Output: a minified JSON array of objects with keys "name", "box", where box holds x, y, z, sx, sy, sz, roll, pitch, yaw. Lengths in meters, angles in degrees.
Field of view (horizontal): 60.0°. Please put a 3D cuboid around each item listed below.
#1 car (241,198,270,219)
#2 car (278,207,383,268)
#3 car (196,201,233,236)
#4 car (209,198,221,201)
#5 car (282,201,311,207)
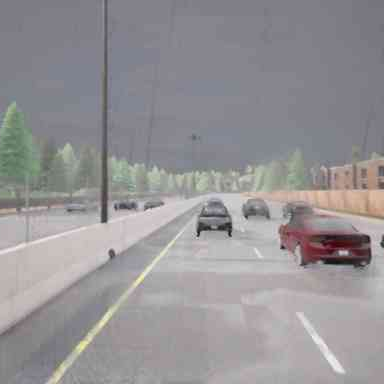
[{"name":"car","box":[5.553,1.375,29.528,2.097,1.767,4.553,0,0,4]},{"name":"car","box":[4.266,1.496,11.463,1.882,1.535,5.008,0,0,4]},{"name":"car","box":[1.252,1.497,18.549,2.128,1.511,4.902,0,0,4]},{"name":"car","box":[2.761,1.516,39.422,1.837,1.490,4.892,0,0,4]},{"name":"car","box":[8.992,1.543,28.590,1.837,1.490,4.892,0,0,4]}]
